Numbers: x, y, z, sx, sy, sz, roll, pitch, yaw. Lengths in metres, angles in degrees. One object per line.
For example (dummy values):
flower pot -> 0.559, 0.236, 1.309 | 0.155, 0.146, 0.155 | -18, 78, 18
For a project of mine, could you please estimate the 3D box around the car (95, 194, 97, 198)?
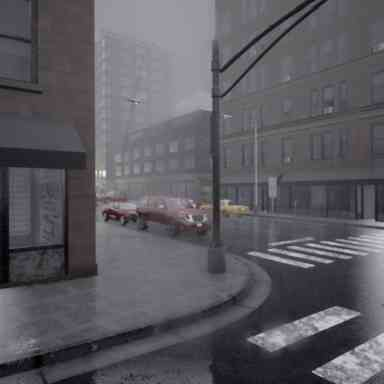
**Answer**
car -> -14.175, 0.877, 45.205 | 1.837, 1.490, 4.892 | 0, 1, -35

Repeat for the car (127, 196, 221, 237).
car -> -1.132, 1.135, 17.106 | 2.192, 1.841, 5.009 | 1, 0, -36

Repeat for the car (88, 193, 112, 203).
car -> -13.495, 0.877, 48.748 | 2.008, 1.369, 4.403 | 0, 0, -36

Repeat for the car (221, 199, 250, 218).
car -> 2.466, 1.216, 26.674 | 1.752, 1.417, 4.829 | 1, 0, -36

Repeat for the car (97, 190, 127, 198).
car -> -10.280, 0.711, 44.304 | 2.192, 1.841, 5.009 | 0, 0, -36

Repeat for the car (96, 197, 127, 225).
car -> -4.348, 1.285, 21.548 | 1.887, 1.381, 4.507 | 1, 0, -36

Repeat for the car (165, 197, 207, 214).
car -> -0.647, 1.198, 30.978 | 1.802, 1.307, 4.206 | 1, 0, -36
